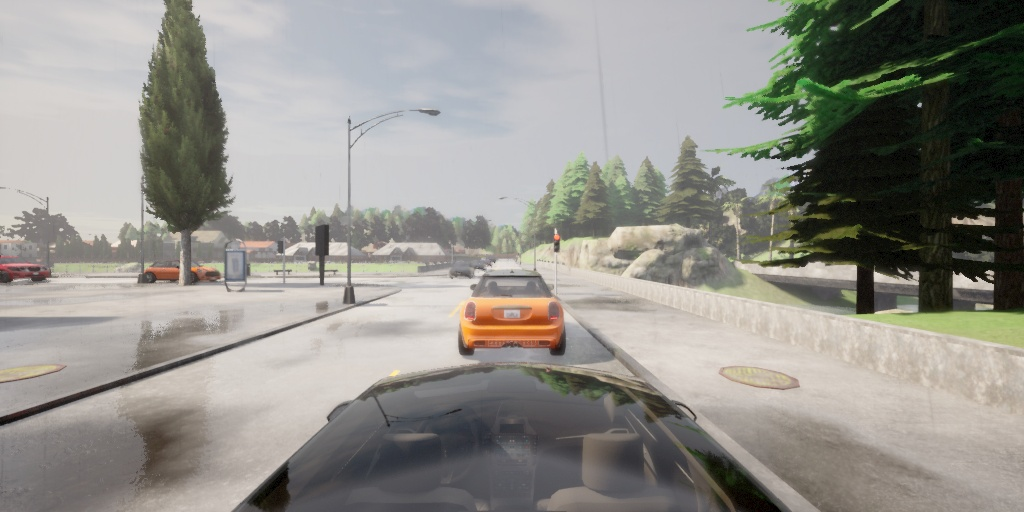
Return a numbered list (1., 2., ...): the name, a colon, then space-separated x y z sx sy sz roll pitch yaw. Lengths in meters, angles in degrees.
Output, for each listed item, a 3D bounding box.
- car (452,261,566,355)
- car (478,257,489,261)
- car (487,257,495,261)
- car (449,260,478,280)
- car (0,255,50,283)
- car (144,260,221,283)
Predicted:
1. car: -0.001 1.102 8.818 2.097 1.767 4.553 0 0 0
2. car: -4.507 1.254 47.723 1.837 1.490 4.892 0 0 0
3. car: -4.614 1.314 63.625 1.994 1.385 4.181 0 0 0
4. car: -4.367 1.255 31.841 1.837 1.490 4.892 0 0 0
5. car: -38.463 0.973 26.879 5.566 2.045 2.150 0 0 0
6. car: -24.709 1.102 27.003 4.553 1.767 2.097 0 0 -1
